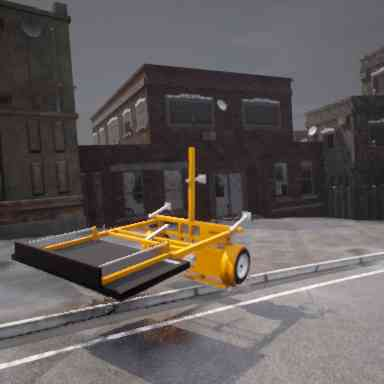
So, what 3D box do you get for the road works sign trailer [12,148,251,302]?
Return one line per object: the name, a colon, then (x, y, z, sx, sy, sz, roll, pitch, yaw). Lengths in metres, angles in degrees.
road works sign trailer: (-0.764, 0.674, 5.711, 2.380, 2.880, 3.560, 5, 9, 35)
